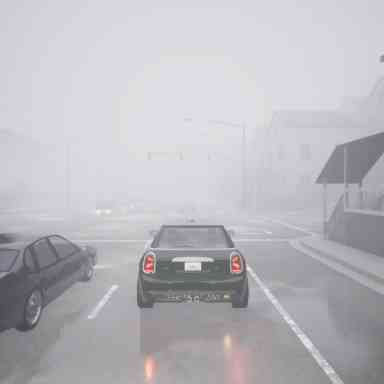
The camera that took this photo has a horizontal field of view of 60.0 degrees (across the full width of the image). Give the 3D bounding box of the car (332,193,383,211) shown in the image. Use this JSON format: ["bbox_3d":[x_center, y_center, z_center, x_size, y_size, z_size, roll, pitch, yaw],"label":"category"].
[{"bbox_3d":[14.106,0.965,27.907,4.674,1.442,1.812,-15,0,-2],"label":"car"}]

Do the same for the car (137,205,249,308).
[{"bbox_3d":[0.003,1.352,8.080,2.097,1.767,4.553,0,0,0],"label":"car"}]

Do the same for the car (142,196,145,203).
[{"bbox_3d":[-11.244,1.521,72.170,2.128,1.511,4.902,0,0,-1],"label":"car"}]

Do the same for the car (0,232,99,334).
[{"bbox_3d":[-3.488,1.547,6.798,2.033,1.411,5.357,0,0,0],"label":"car"}]

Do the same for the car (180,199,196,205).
[{"bbox_3d":[-0.409,1.527,39.179,1.812,1.442,4.674,0,0,0],"label":"car"}]

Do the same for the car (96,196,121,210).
[{"bbox_3d":[-11.042,1.564,43.173,1.994,1.385,4.181,0,0,-1],"label":"car"}]

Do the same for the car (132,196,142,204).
[{"bbox_3d":[-11.198,1.491,61.897,2.128,1.511,4.902,0,0,0],"label":"car"}]

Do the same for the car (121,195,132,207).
[{"bbox_3d":[-11.125,1.352,51.828,2.097,1.767,4.553,0,0,-1],"label":"car"}]
